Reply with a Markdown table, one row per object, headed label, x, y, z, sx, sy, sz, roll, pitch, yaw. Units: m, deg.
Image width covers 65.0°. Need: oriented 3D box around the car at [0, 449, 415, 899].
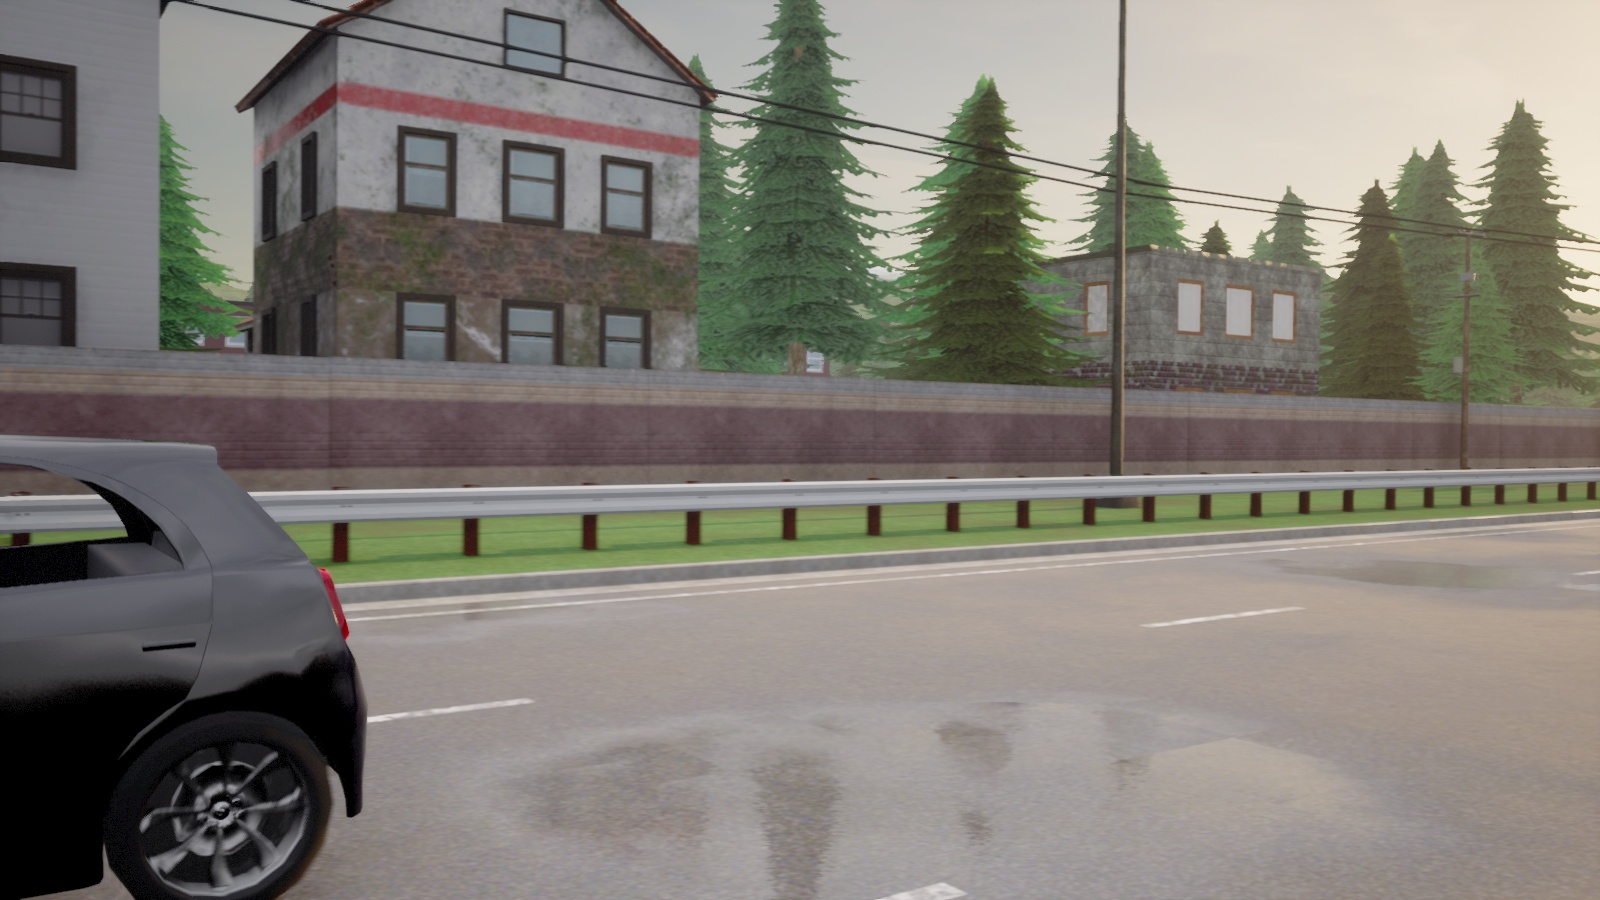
| label | x | y | z | sx | sy | sz | roll | pitch | yaw |
| --- | --- | --- | --- | --- | --- | --- | --- | --- | --- |
| car | -3.250 | 0.787 | 3.707 | 3.633 | 1.501 | 1.845 | -1 | 1 | -35 |
